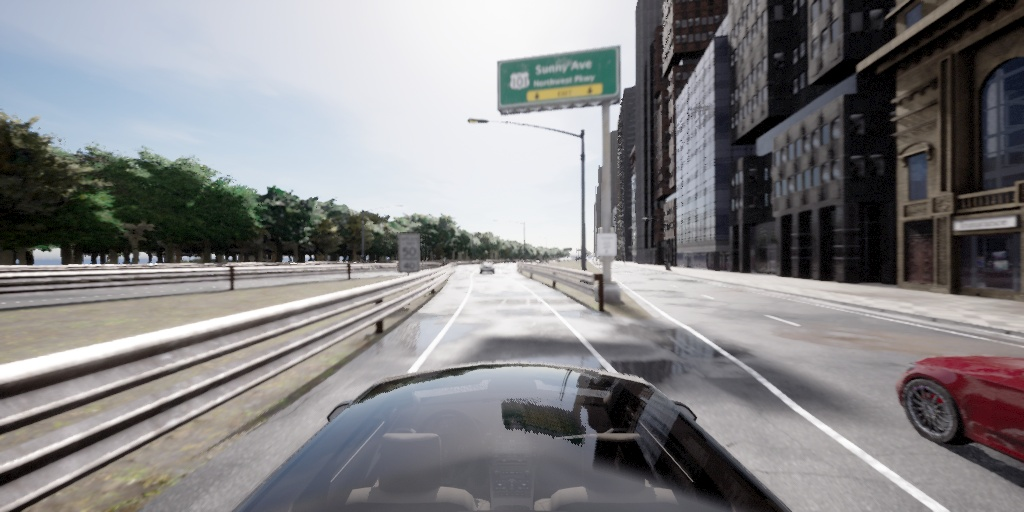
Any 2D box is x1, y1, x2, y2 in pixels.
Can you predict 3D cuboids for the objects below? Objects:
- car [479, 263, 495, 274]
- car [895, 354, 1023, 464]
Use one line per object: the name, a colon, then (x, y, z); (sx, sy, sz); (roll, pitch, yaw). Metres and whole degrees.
car: (-3.093, 1.528, 45.079); (1.895, 1.301, 4.718); (0, 0, -3)
car: (5.279, 1.355, 2.364); (1.812, 1.442, 4.674); (0, 0, 11)
